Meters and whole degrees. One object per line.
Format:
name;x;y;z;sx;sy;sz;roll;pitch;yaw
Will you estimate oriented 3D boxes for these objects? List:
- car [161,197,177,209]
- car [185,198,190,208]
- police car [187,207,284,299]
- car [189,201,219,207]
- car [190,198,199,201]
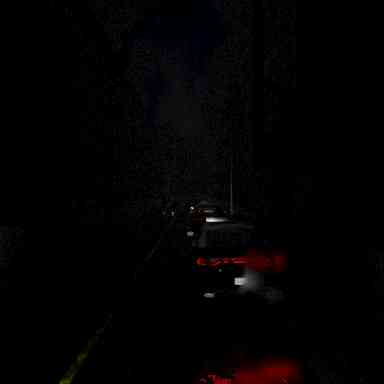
car;-2.990;1.488;44.318;2.128;1.511;4.902;0;0;0
car;0.040;1.559;47.293;1.994;1.385;4.181;0;0;1
police car;0.902;1.425;8.650;1.930;1.638;5.238;0;0;0
car;0.905;1.477;18.539;1.882;1.535;5.008;0;0;0
car;0.906;1.454;24.730;1.801;1.575;5.366;0;0;0
